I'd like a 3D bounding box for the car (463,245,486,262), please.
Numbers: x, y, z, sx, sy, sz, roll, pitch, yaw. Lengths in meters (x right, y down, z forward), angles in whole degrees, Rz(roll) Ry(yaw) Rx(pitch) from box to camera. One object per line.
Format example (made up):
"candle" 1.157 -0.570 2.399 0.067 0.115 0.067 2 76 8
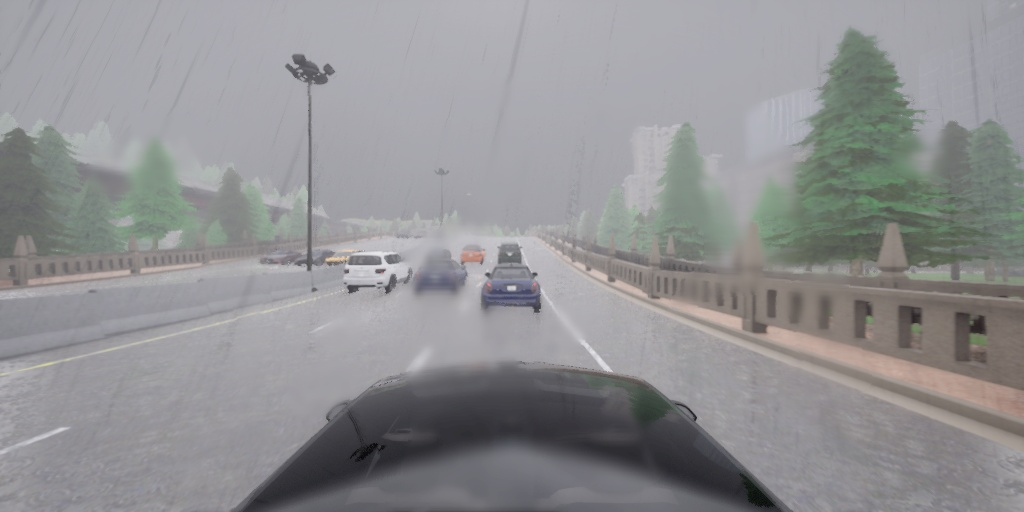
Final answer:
"car" -3.707 -0.260 35.037 2.097 1.767 4.553 0 6 -1

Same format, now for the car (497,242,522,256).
"car" -0.198 -0.312 34.291 2.150 2.045 5.566 0 6 -1

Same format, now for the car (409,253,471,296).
"car" -3.554 0.931 18.676 2.097 1.767 4.553 0 2 0

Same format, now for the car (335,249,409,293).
"car" -7.058 0.770 19.450 2.150 2.045 5.566 0 3 -1

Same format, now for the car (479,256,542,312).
"car" -0.022 1.072 14.325 2.097 1.767 4.553 0 1 0

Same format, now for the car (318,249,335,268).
"car" -14.365 0.236 31.175 1.882 1.535 5.008 0 5 -1

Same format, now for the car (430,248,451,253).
"car" -7.214 -0.129 35.818 1.994 1.385 4.181 0 6 -1

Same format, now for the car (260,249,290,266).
"car" -21.385 0.102 33.480 1.994 1.385 4.181 0 6 0

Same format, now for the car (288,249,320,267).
"car" -17.886 0.110 33.233 2.033 1.411 5.357 0 6 -1
